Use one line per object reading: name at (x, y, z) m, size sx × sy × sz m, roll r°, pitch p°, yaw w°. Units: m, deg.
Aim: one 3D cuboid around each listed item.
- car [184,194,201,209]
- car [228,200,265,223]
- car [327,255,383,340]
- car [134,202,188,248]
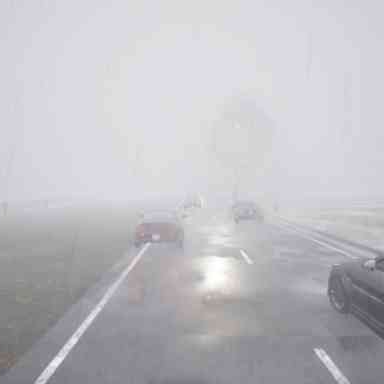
car at (0.060, 1.191, 36.587) m, size 1.895 × 1.301 × 4.718 m, roll 0°, pitch 1°, yaw 0°
car at (3.604, 1.282, 22.745) m, size 2.033 × 1.411 × 5.357 m, roll 0°, pitch 1°, yaw 0°
car at (3.602, 1.504, 4.753) m, size 1.994 × 1.385 × 4.181 m, roll 0°, pitch 1°, yaw 0°
car at (-1.222, 1.360, 13.725) m, size 1.812 × 1.442 × 4.674 m, roll 0°, pitch 1°, yaw 0°
